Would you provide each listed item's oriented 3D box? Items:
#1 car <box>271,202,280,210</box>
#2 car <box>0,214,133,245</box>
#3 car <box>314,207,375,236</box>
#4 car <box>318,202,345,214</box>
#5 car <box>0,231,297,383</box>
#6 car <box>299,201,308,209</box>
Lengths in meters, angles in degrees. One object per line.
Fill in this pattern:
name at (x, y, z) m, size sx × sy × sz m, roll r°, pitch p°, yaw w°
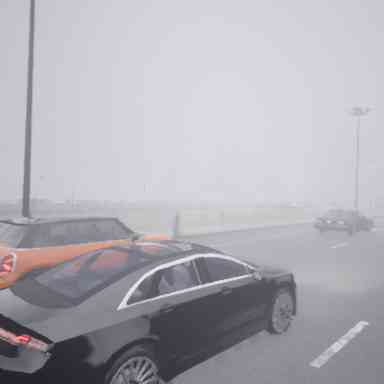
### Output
car at (13.596, 2.124, 49.956) m, size 1.895 × 1.301 × 4.718 m, roll 1°, pitch -1°, yaw 44°
car at (-2.305, 1.289, 7.651) m, size 2.097 × 1.767 × 4.553 m, roll 1°, pitch 1°, yaw 42°
car at (9.079, 1.709, 19.636) m, size 2.033 × 1.411 × 5.357 m, roll 1°, pitch 0°, yaw 44°
car at (19.112, 2.162, 45.588) m, size 1.812 × 1.442 × 4.674 m, roll 1°, pitch -1°, yaw 44°
car at (-0.240, 1.467, 4.762) m, size 2.128 × 1.511 × 4.902 m, roll 1°, pitch 0°, yaw 44°
car at (15.400, 2.021, 46.788) m, size 1.882 × 1.535 × 5.008 m, roll 1°, pitch -1°, yaw 44°
